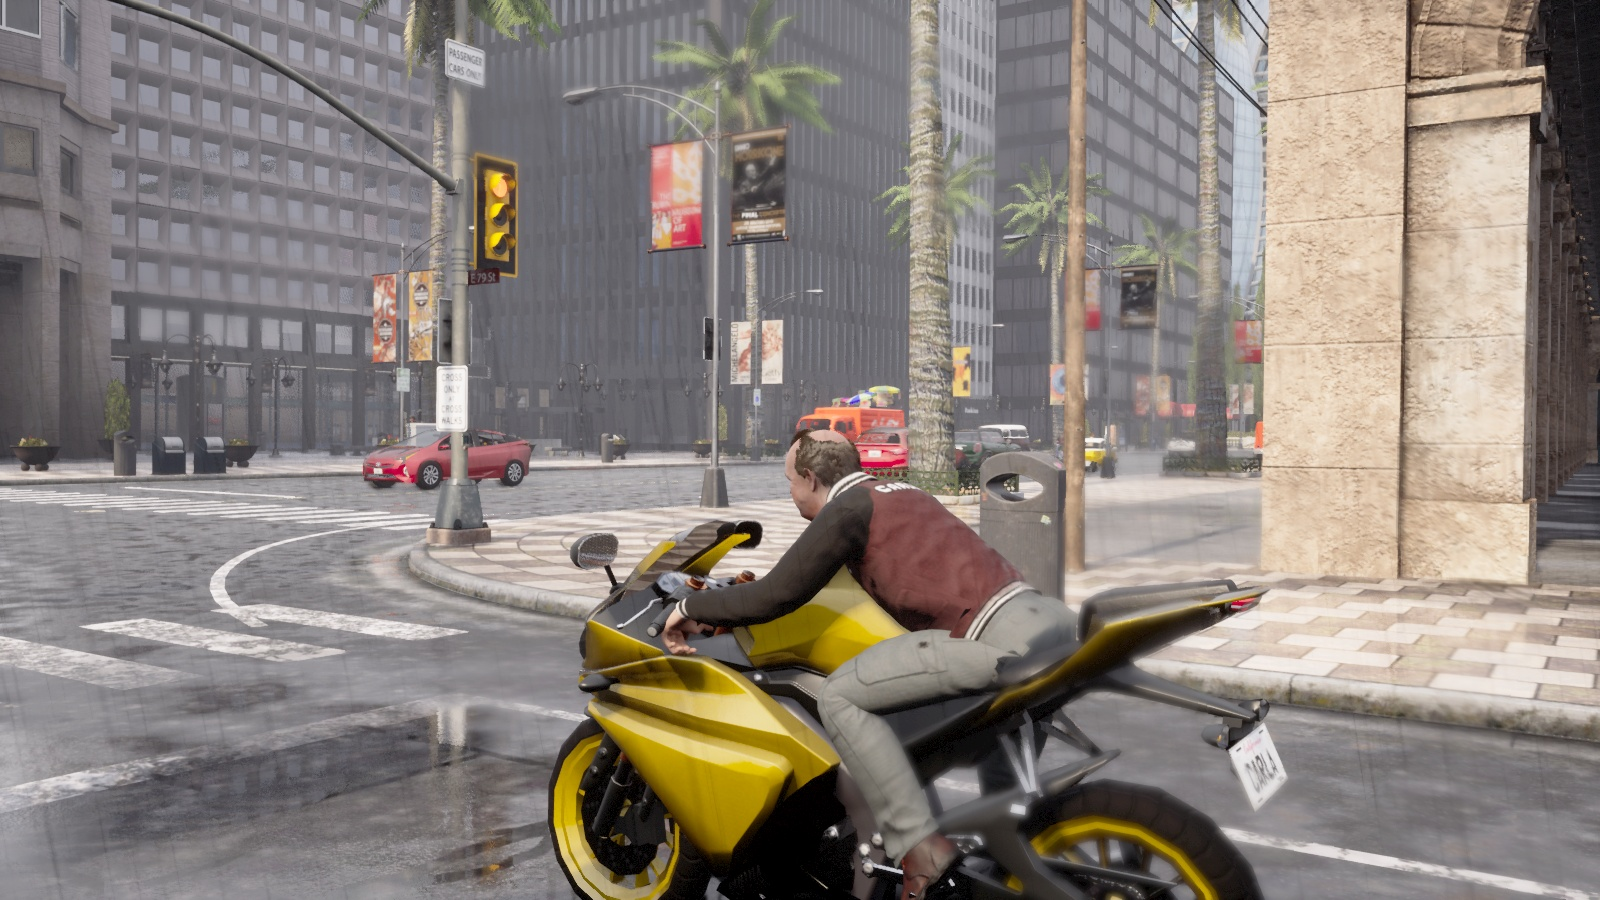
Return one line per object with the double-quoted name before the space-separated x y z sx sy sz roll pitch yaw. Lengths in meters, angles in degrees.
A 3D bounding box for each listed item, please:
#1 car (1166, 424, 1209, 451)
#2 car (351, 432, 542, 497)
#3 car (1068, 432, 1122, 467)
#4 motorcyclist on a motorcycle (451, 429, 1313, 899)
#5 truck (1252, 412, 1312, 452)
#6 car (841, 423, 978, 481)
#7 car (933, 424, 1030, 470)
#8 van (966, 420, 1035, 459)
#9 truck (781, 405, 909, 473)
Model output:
"car" 27.130 -0.896 87.803 1.932 1.855 4.605 0 1 30
"car" -8.995 0.318 32.343 2.007 1.525 4.514 0 1 33
"car" 12.128 -0.028 51.599 1.481 1.376 2.207 0 1 33
"motorcyclist on a motorcycle" 0.146 0.718 3.421 2.191 1.530 0.866 0 1 33
"truck" 31.144 -1.144 81.065 2.627 2.467 5.204 0 1 33
"car" 3.421 0.020 38.440 2.242 1.667 4.611 0 1 33
"car" 7.391 -0.170 50.770 2.097 1.767 4.553 0 1 34
"van" 11.112 -0.593 69.365 2.069 2.038 4.480 0 1 33
"truck" 1.826 -0.437 48.727 2.627 2.467 5.204 0 1 34
